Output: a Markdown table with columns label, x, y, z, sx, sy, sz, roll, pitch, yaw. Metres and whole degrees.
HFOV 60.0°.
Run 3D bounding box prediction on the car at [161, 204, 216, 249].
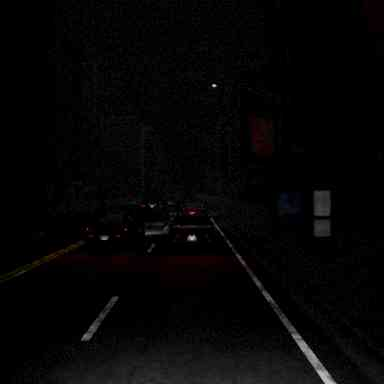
| label | x | y | z | sx | sy | sz | roll | pitch | yaw |
| --- | --- | --- | --- | --- | --- | --- | --- | --- | --- |
| car | 0.001 | 1.497 | 14.650 | 2.128 | 1.511 | 4.902 | 0 | 0 | 0 |

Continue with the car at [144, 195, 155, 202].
| label | x | y | z | sx | sy | sz | roll | pitch | yaw |
| --- | --- | --- | --- | --- | --- | --- | --- | --- | --- |
| car | -9.750 | 1.527 | 76.727 | 2.033 | 1.411 | 5.357 | 0 | 0 | 0 |

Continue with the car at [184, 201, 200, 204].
| label | x | y | z | sx | sy | sz | roll | pitch | yaw |
| --- | --- | --- | --- | --- | --- | --- | --- | --- | --- |
| car | 0.000 | 1.541 | 29.650 | 1.812 | 1.442 | 4.674 | 0 | 0 | 0 |

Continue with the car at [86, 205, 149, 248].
| label | x | y | z | sx | sy | sz | roll | pitch | yaw |
| --- | --- | --- | --- | --- | --- | --- | --- | --- | --- |
| car | -3.249 | 1.535 | 14.650 | 1.812 | 1.442 | 4.674 | 0 | 0 | 0 |

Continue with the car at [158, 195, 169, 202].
| label | x | y | z | sx | sy | sz | roll | pitch | yaw |
| --- | --- | --- | --- | --- | --- | --- | --- | --- | --- |
| car | -6.500 | 1.512 | 76.727 | 2.128 | 1.511 | 4.902 | 0 | 0 | 0 |

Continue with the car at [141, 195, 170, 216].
| label | x | y | z | sx | sy | sz | roll | pitch | yaw |
| --- | --- | --- | --- | --- | --- | --- | --- | --- | --- |
| car | -3.250 | 1.266 | 29.680 | 2.150 | 2.045 | 5.566 | 0 | 0 | 0 |
